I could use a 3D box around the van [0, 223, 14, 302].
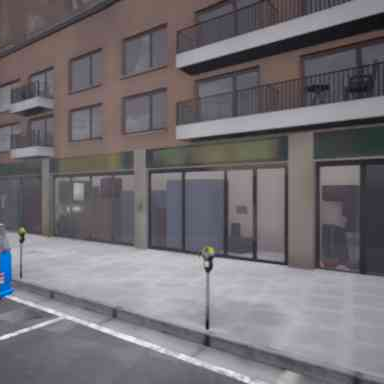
[{"bbox_3d":[-5.381,1.418,6.898,3.998,1.788,1.690,-1,0,35],"label":"van"}]
